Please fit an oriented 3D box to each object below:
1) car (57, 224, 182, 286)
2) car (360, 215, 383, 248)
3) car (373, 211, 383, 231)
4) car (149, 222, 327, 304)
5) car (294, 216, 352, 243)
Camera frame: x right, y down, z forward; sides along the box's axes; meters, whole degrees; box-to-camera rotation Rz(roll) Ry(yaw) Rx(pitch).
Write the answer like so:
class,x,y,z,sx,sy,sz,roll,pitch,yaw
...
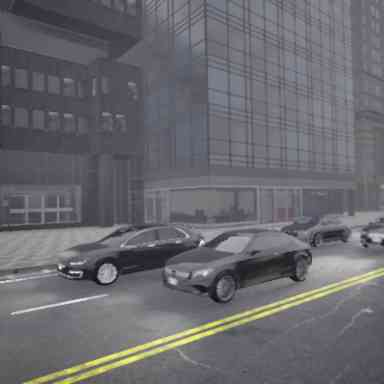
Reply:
class,x,y,z,sx,sy,sz,roll,pitch,yaw
car,-1.688,1.819,10.606,4.892,1.490,1.837,0,-2,-38
car,9.548,1.736,15.252,4.902,1.511,2.128,0,-2,-38
car,14.876,1.968,23.491,4.718,1.301,1.895,0,-2,-38
car,1.403,1.743,8.895,4.674,1.442,1.812,0,-2,-38
car,6.221,1.904,16.759,4.181,1.385,1.994,0,-2,-37
